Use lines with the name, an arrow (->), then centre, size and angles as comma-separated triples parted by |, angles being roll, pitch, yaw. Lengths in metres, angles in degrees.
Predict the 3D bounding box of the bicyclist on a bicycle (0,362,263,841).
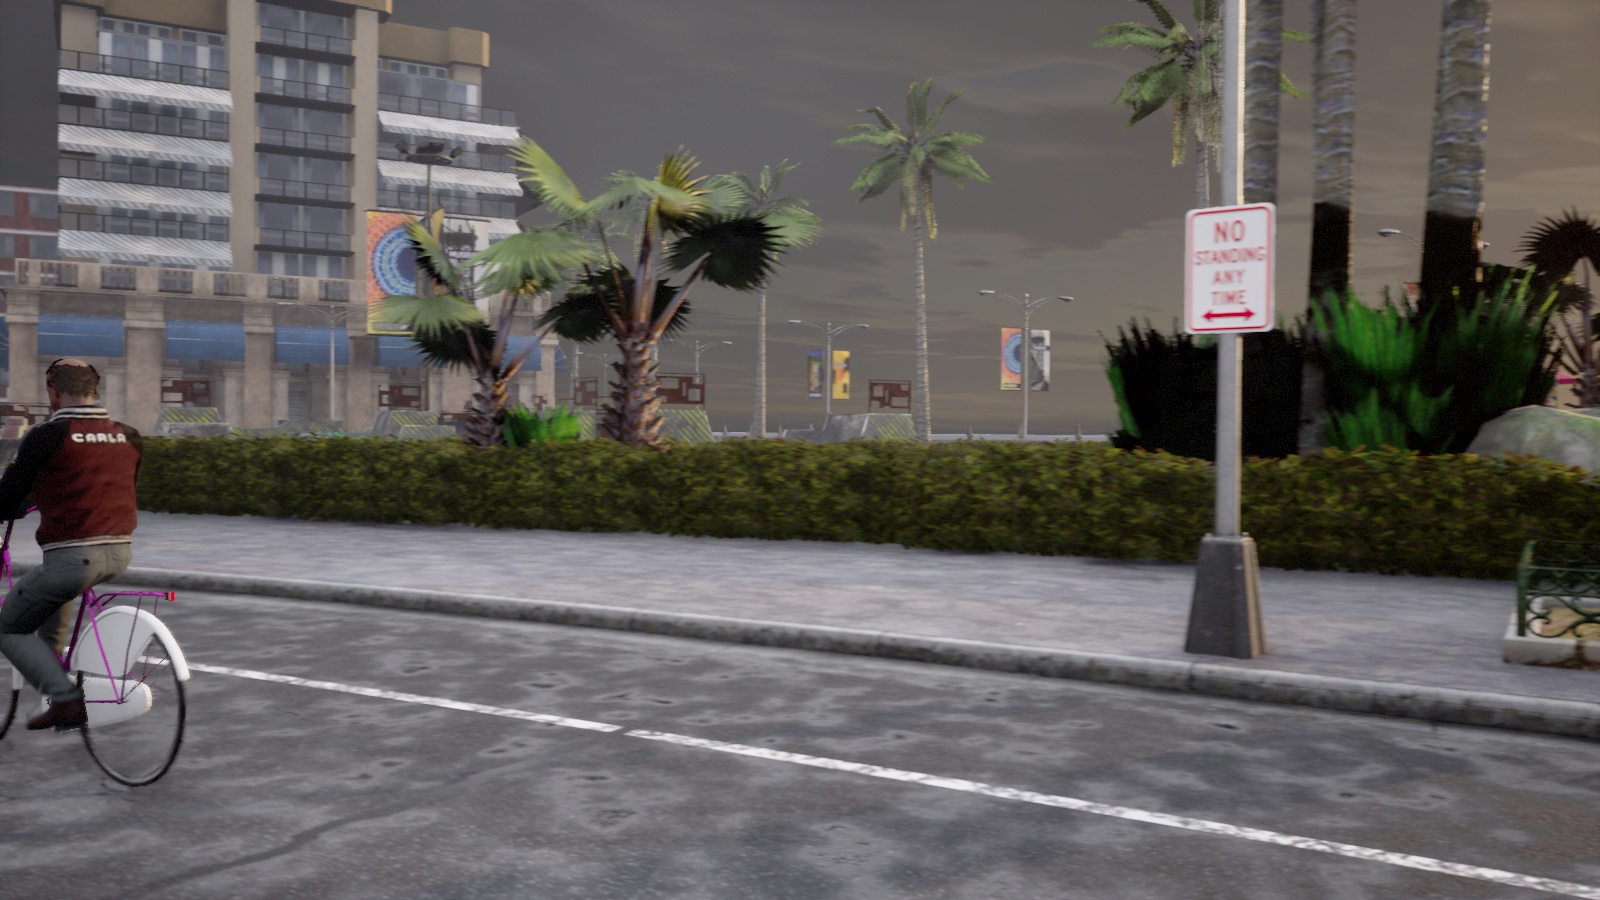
bicyclist on a bicycle -> -3.216, 0.555, 5.372 | 1.843, 1.776, 0.659 | 0, 1, 28
